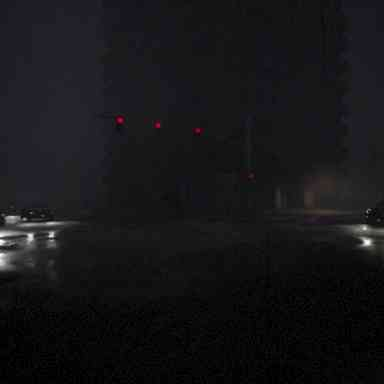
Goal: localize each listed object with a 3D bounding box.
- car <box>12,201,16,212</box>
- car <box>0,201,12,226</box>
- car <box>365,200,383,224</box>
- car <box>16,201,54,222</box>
[{"bbox_3d":[-18.263,1.572,34.612,1.895,1.301,4.718,0,0,-36],"label":"car"},{"bbox_3d":[-13.883,1.482,22.527,2.128,1.511,4.902,0,0,-36],"label":"car"},{"bbox_3d":[13.579,1.214,22.248,4.553,1.767,2.097,0,0,-35],"label":"car"},{"bbox_3d":[-12.398,1.496,26.483,1.812,1.442,4.674,0,0,-36],"label":"car"}]
